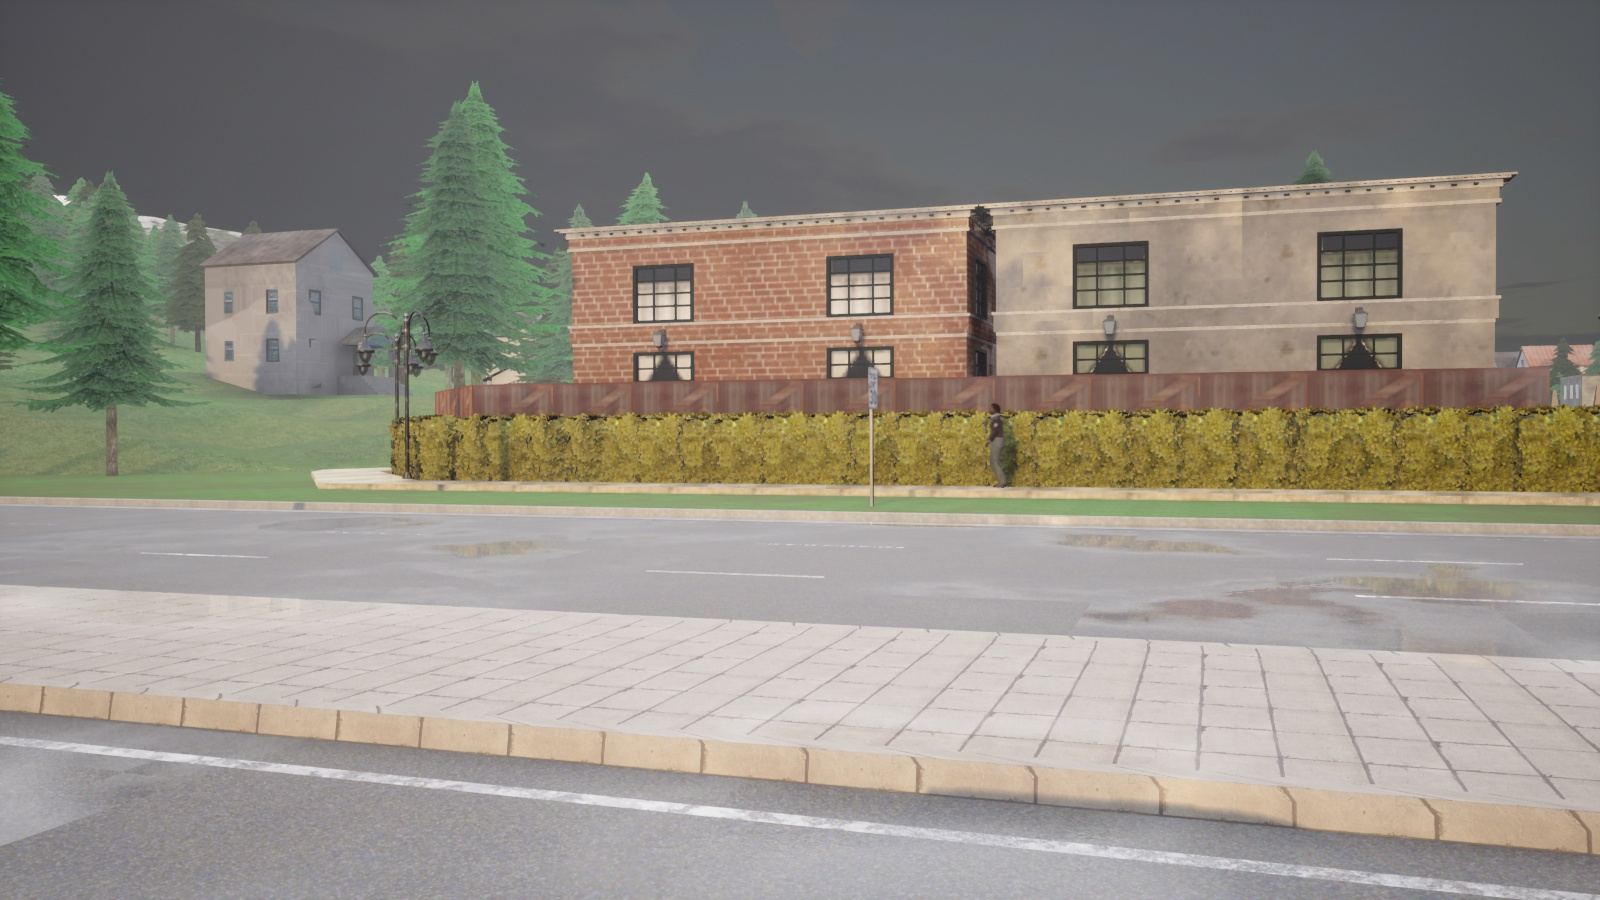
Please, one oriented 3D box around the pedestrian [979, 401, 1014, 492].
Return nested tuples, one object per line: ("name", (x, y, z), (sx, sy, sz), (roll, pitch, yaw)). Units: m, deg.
("pedestrian", (4.212, -0.080, 26.938), (0.666, 1.930, 0.402), (1, 1, 19))
